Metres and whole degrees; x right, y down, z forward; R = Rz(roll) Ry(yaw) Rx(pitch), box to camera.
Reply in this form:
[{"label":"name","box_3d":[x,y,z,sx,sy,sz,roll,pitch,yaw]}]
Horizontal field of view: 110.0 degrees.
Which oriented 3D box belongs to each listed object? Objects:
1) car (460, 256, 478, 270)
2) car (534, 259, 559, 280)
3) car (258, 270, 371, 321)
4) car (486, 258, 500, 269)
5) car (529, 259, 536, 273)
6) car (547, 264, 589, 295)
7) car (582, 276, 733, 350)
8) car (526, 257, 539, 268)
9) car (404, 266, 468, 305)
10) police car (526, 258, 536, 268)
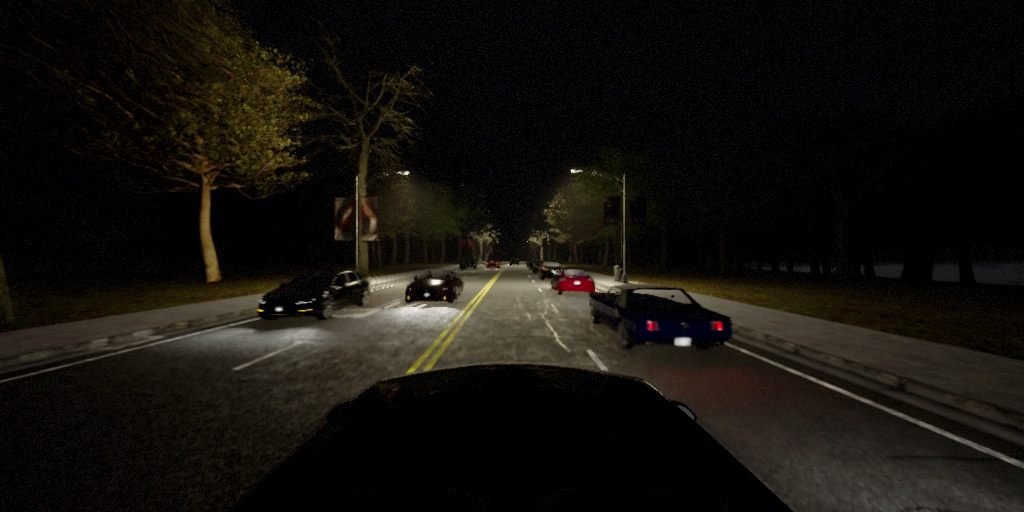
[{"label":"car","box_3d":[-6.314,1.004,53.043,2.150,2.045,5.566,0,0,1]},{"label":"car","box_3d":[3.333,1.269,31.022,2.163,1.488,4.792,0,0,0]},{"label":"car","box_3d":[-6.585,1.257,12.565,1.837,1.490,4.892,0,0,0]},{"label":"car","box_3d":[-3.007,1.142,57.132,2.097,1.767,4.553,0,0,1]},{"label":"car","box_3d":[3.406,1.338,41.981,1.994,1.385,4.181,0,0,0]},{"label":"car","box_3d":[3.283,1.322,20.002,1.994,1.385,4.181,0,0,0]},{"label":"car","box_3d":[3.255,1.353,9.041,1.895,1.301,4.718,0,0,0]},{"label":"car","box_3d":[3.621,1.153,63.931,2.097,1.767,4.553,0,0,1]},{"label":"car","box_3d":[-3.325,1.319,15.973,1.994,1.385,4.181,0,0,0]},{"label":"police car","box_3d":[3.503,1.211,53.081,1.930,1.638,5.238,0,0,1]}]
